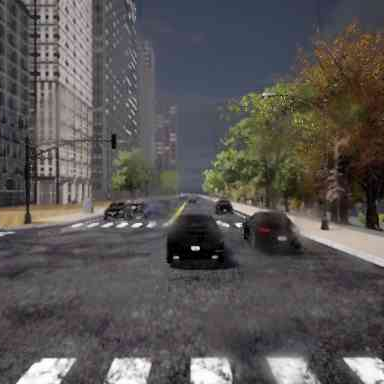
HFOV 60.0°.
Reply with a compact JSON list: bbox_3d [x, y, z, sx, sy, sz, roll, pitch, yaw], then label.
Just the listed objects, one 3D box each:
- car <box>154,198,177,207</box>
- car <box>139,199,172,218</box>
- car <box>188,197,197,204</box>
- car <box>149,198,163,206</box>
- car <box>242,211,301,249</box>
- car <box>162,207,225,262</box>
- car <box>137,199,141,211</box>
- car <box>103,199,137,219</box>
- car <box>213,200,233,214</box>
[{"bbox_3d":[-3.268,1.641,41.023,1.837,1.490,4.892,0,0,0],"label":"car"},{"bbox_3d":[-3.303,1.651,31.202,2.033,1.411,5.357,0,0,0],"label":"car"},{"bbox_3d":[0.078,1.782,71.832,2.033,1.411,5.357,0,0,0],"label":"car"},{"bbox_3d":[-6.433,1.750,60.320,2.033,1.411,5.357,0,0,0],"label":"car"},{"bbox_3d":[3.364,1.577,14.658,1.812,1.442,4.674,0,0,0],"label":"car"},{"bbox_3d":[0.108,1.539,12.455,1.882,1.535,5.008,0,0,0],"label":"car"},{"bbox_3d":[-6.526,1.623,39.285,2.128,1.511,4.902,0,0,0],"label":"car"},{"bbox_3d":[-6.556,1.606,29.867,1.837,1.490,4.892,0,0,0],"label":"car"},{"bbox_3d":[3.391,1.623,36.674,1.837,1.490,4.892,0,0,0],"label":"car"}]
